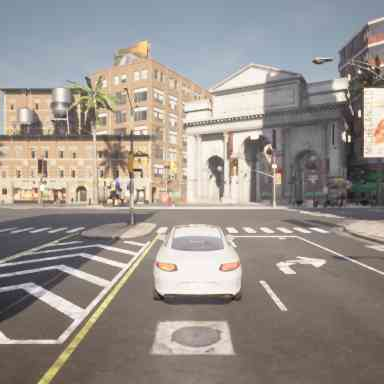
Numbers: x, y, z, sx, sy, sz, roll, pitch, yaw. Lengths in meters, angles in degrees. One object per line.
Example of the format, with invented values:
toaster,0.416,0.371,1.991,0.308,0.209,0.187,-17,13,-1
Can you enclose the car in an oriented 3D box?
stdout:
car,0.111,1.526,8.256,1.812,1.442,4.674,0,0,0
